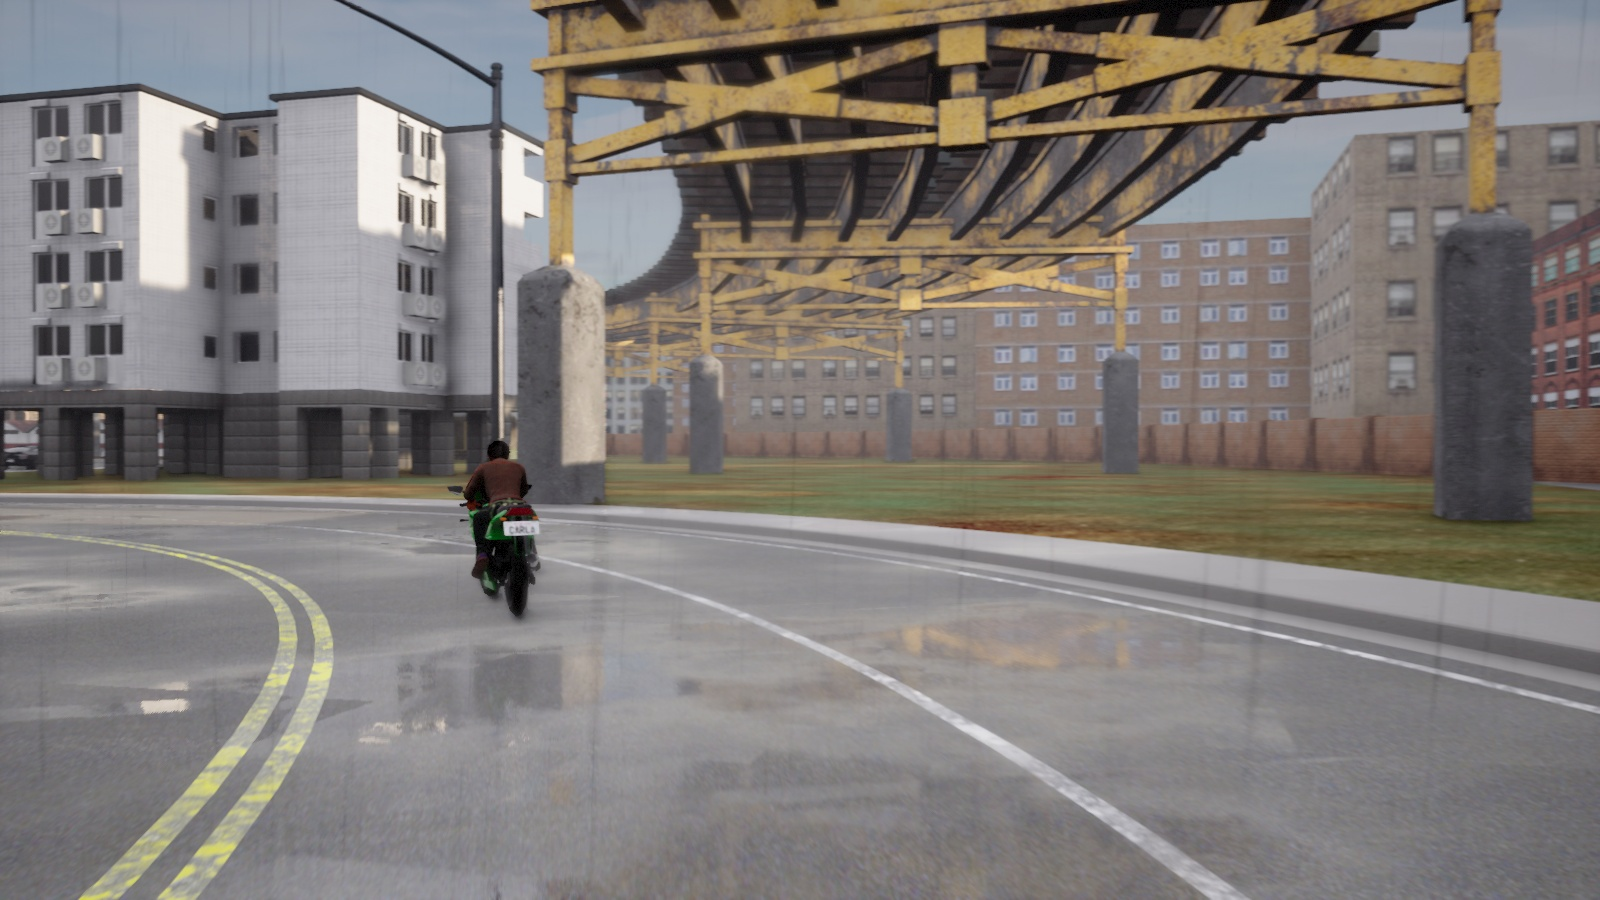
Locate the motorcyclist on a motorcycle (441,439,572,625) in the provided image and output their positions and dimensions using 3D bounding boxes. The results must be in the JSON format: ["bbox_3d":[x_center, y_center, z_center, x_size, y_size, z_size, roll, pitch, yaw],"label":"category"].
[{"bbox_3d":[-2.699,0.666,11.379,0.797,1.523,2.044,-1,1,-23],"label":"motorcyclist on a motorcycle"}]

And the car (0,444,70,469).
[{"bbox_3d":[-45.479,0.376,74.704,1.812,1.442,4.674,0,0,-6],"label":"car"}]
